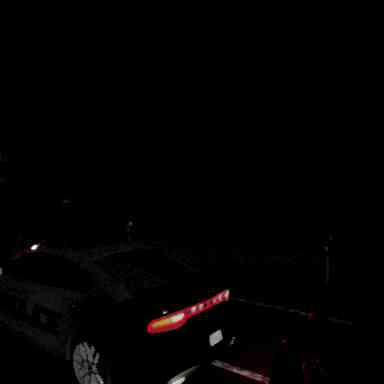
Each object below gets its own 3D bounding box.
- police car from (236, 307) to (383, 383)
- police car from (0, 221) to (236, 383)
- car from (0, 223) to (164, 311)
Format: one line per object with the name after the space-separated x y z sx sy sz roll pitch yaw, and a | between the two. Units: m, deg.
3.043 1.433 1.779 5.238 1.638 1.930 0 0 36 | police car
-1.834 1.441 5.274 5.238 1.638 1.930 0 0 36 | police car
-2.889 1.607 8.259 4.206 1.307 1.802 0 0 36 | car
